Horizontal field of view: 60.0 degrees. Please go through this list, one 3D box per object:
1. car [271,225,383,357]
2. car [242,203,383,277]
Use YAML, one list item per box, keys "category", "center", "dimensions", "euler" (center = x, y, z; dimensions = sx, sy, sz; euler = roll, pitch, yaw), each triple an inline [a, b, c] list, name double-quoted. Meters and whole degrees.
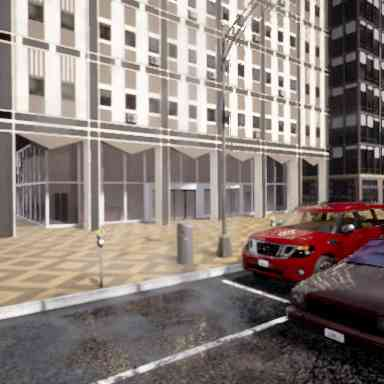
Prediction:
- category: "car"
  center: [4.051, 1.496, 5.980]
  dimensions: [5.357, 1.411, 2.033]
  euler: [-1, 0, -36]
- category: "car"
  center: [3.638, 1.254, 8.893]
  dimensions: [5.009, 1.841, 2.192]
  euler: [-1, 0, -36]
